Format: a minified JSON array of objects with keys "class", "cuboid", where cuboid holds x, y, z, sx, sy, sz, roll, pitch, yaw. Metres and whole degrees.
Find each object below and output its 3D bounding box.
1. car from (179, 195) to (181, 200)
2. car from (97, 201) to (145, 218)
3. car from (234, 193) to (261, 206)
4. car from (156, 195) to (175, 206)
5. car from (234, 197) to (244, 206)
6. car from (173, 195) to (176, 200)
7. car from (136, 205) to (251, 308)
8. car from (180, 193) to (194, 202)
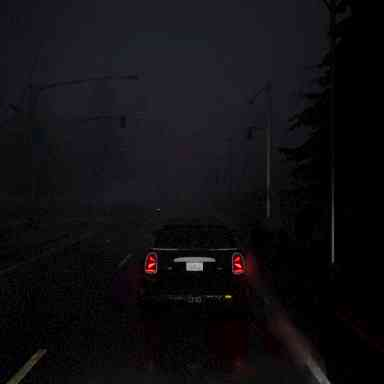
[{"class":"car","cuboid":[-2.109,1.158,83.569,2.097,1.767,4.553,0,0,-13]},{"class":"car","cuboid":[-6.261,1.509,29.787,1.812,1.442,4.674,1,1,38]},{"class":"car","cuboid":[8.508,1.146,51.295,3.866,1.878,1.905,0,0,-1]},{"class":"car","cuboid":[-4.008,1.535,48.330,1.994,1.385,4.181,0,0,0]},{"class":"car","cuboid":[8.919,1.144,48.784,4.605,1.855,1.932,0,0,-1]},{"class":"car","cuboid":[-4.081,1.496,61.593,1.812,1.442,4.674,0,0,0]},{"class":"car","cuboid":[0.072,1.352,8.071,2.097,1.767,4.553,0,0,1]},{"class":"car","cuboid":[-0.835,1.555,73.435,1.895,1.301,4.718,0,0,-7]}]
